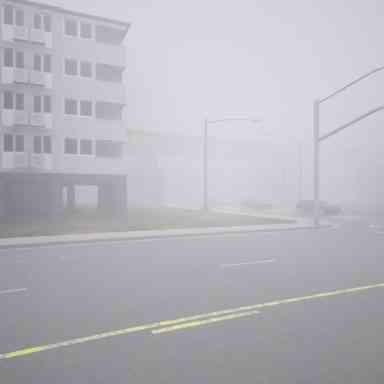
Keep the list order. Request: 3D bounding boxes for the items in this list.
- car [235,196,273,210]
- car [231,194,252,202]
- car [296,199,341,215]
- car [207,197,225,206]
[{"bbox_3d":[8.147,1.547,42.841,2.033,1.411,5.357,0,0,-26],"label":"car"},{"bbox_3d":[11.082,1.540,75.343,2.033,1.411,5.357,0,0,41],"label":"car"},{"bbox_3d":[12.627,1.505,33.521,1.837,1.490,4.892,0,0,-25],"label":"car"},{"bbox_3d":[3.670,1.490,53.419,2.128,1.511,4.902,0,0,-17],"label":"car"}]
